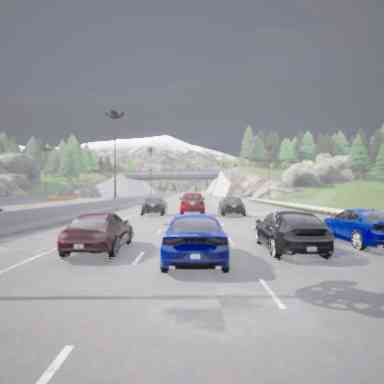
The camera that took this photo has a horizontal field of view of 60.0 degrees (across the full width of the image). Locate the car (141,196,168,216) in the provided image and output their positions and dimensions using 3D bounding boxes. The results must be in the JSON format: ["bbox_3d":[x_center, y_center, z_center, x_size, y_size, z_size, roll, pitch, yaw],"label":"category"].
[{"bbox_3d":[-3.462,1.208,31.253,2.097,1.767,4.553,0,0,0],"label":"car"}]

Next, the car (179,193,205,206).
[{"bbox_3d":[0.040,1.081,30.197,2.150,2.045,5.566,0,0,0],"label":"car"}]

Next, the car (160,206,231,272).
[{"bbox_3d":[0.080,1.428,10.655,1.882,1.535,5.008,0,0,0],"label":"car"}]

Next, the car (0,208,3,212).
[{"bbox_3d":[-14.102,1.457,21.104,2.033,1.411,5.357,0,0,0],"label":"car"}]

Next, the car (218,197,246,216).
[{"bbox_3d":[3.540,1.210,30.218,2.097,1.767,4.553,0,0,0],"label":"car"}]

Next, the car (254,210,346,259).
[{"bbox_3d":[3.576,1.446,12.351,1.837,1.490,4.892,0,0,0],"label":"car"}]

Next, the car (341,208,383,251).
[{"bbox_3d":[7.074,1.409,13.798,1.882,1.535,5.008,0,0,0],"label":"car"}]

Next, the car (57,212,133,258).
[{"bbox_3d":[-3.423,1.470,12.349,1.812,1.442,4.674,0,0,0],"label":"car"}]
